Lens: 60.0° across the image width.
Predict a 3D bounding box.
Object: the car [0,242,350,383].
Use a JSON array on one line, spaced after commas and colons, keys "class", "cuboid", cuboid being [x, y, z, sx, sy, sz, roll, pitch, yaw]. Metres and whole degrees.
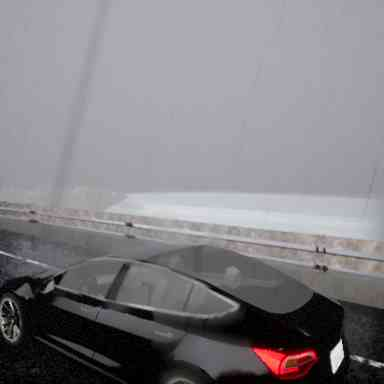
[{"class": "car", "cuboid": [-0.602, 1.410, 4.330, 4.792, 1.488, 2.163, 2, 1, 36]}]
